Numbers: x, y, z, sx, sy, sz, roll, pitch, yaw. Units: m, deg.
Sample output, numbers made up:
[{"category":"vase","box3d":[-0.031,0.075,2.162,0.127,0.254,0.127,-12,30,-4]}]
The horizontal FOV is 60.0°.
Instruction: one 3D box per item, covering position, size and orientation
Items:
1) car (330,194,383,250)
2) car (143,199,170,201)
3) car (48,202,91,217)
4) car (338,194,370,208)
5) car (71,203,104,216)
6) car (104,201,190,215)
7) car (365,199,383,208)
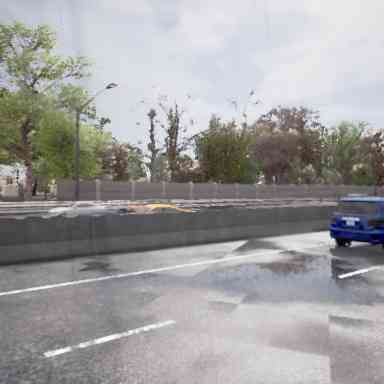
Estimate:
[{"category":"car","box3d":[7.995,1.239,13.757,5.566,2.045,2.150,0,0,-36]},{"category":"car","box3d":[-3.495,1.370,27.313,4.553,1.767,2.097,0,0,-37]},{"category":"car","box3d":[-9.080,1.535,26.805,4.674,1.442,1.812,0,0,-38]},{"category":"car","box3d":[25.434,1.312,52.189,5.566,2.045,2.150,0,0,-35]},{"category":"car","box3d":[-5.104,1.611,21.853,4.718,1.301,1.895,0,0,-36]},{"category":"car","box3d":[-2.277,1.489,19.569,5.008,1.535,1.882,0,0,-36]},{"category":"car","box3d":[28.109,1.695,49.805,4.718,1.301,1.895,0,0,-35]}]
